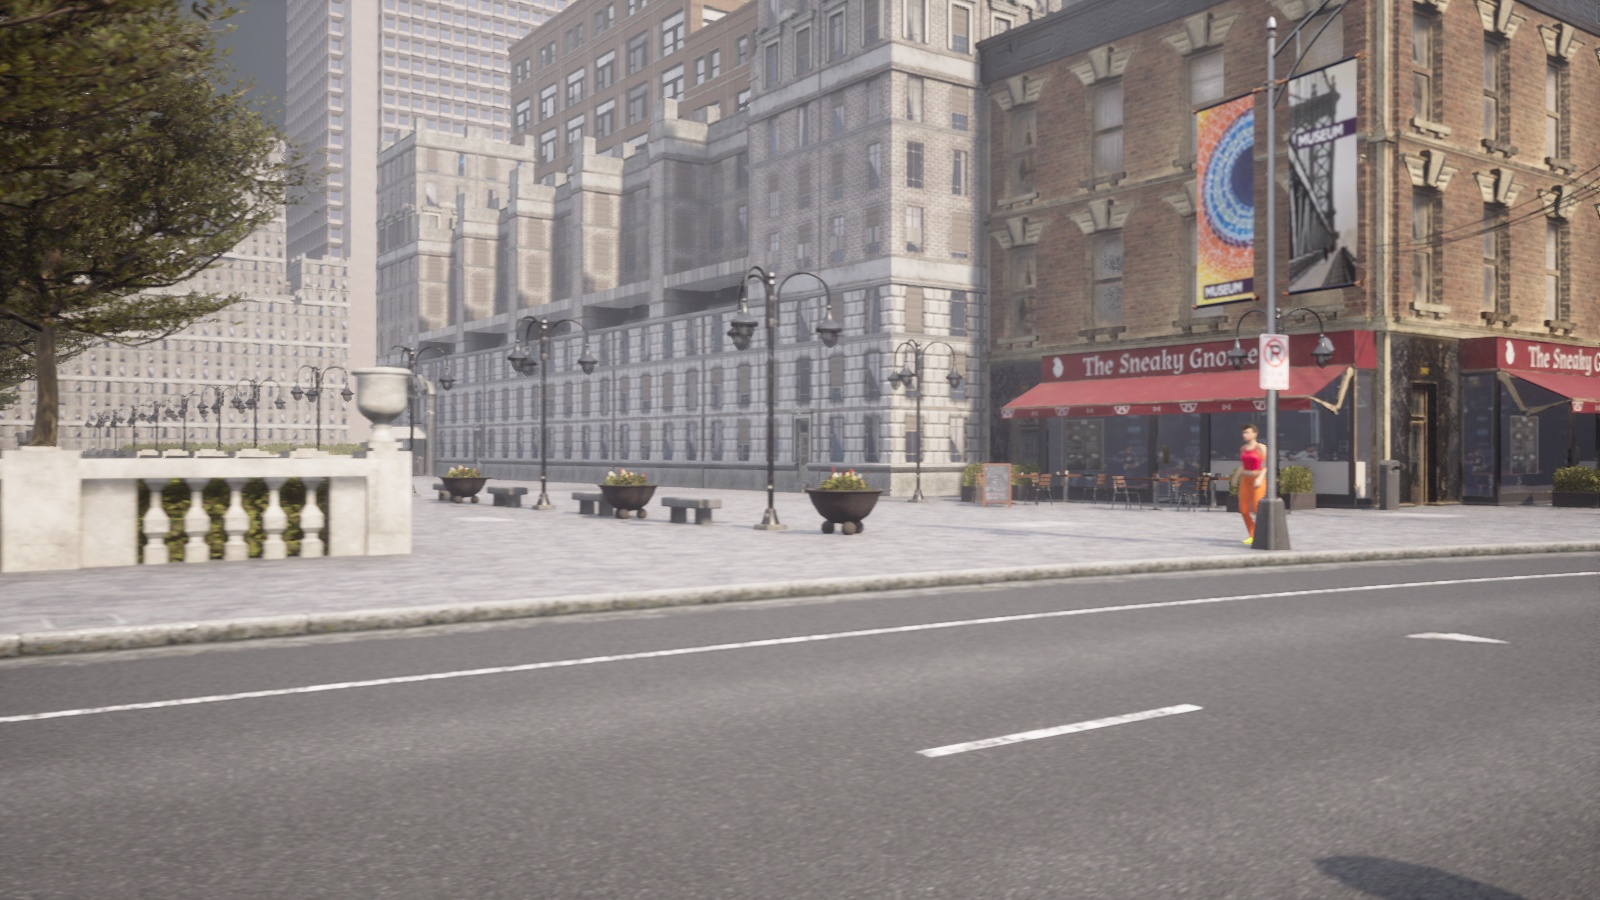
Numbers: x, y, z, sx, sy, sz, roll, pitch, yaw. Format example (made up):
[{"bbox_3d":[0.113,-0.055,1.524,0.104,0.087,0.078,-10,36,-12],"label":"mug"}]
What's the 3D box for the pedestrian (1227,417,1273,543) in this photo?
[{"bbox_3d":[6.670,0.433,18.615,0.594,1.836,0.345,0,0,-30],"label":"pedestrian"}]
